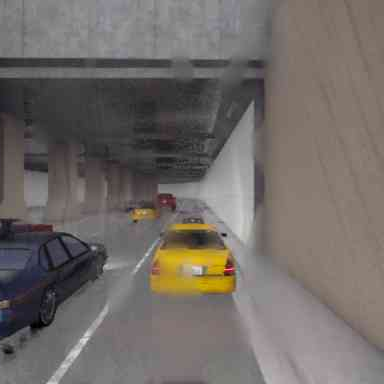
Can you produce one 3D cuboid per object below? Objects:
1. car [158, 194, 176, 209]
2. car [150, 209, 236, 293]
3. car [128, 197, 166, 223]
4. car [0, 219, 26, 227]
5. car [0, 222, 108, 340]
[{"bbox_3d":[-3.188,1.218,41.342,2.150,2.045,5.566,0,0,0],"label":"car"},{"bbox_3d":[0.031,1.456,8.835,1.801,1.575,5.366,0,0,0],"label":"car"},{"bbox_3d":[-3.327,1.454,25.743,1.801,1.575,5.366,0,0,0],"label":"car"},{"bbox_3d":[-6.761,1.599,11.918,1.895,1.301,4.718,0,0,0],"label":"car"},{"bbox_3d":[-3.274,1.547,6.882,2.033,1.411,5.357,0,0,0],"label":"car"}]
